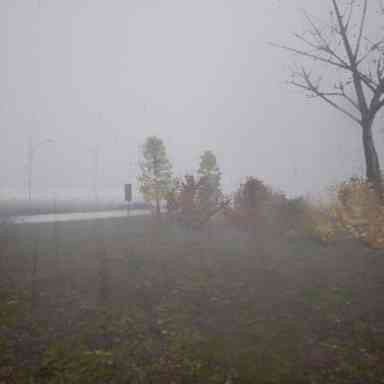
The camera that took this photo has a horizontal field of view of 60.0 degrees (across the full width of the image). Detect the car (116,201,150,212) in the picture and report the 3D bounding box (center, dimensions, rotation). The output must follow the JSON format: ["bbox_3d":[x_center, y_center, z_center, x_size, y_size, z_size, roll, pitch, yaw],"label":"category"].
[{"bbox_3d":[-7.363,1.763,42.249,1.895,1.301,4.718,-1,-1,31],"label":"car"}]
